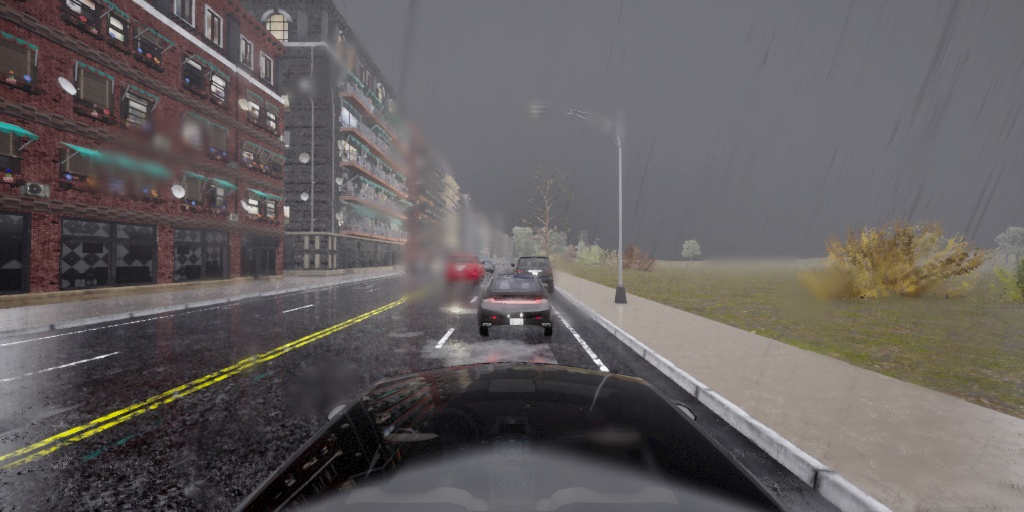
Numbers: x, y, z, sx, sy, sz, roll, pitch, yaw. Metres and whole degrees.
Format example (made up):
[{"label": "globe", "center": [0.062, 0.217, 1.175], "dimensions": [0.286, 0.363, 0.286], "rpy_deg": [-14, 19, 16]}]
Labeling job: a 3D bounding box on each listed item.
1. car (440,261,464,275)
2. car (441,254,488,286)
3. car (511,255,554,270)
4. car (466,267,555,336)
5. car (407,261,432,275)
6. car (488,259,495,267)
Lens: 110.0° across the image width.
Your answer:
[{"label": "car", "center": [-6.611, 1.315, 39.972], "dimensions": [1.994, 1.385, 4.181], "rpy_deg": [0, 0, 0]}, {"label": "car", "center": [-3.157, 0.974, 25.075], "dimensions": [2.150, 2.045, 5.566], "rpy_deg": [0, 0, 0]}, {"label": "car", "center": [1.133, 0.977, 20.248], "dimensions": [2.150, 2.045, 5.566], "rpy_deg": [0, 0, 0]}, {"label": "car", "center": [0.098, 1.243, 10.378], "dimensions": [2.128, 1.511, 4.902], "rpy_deg": [0, 0, 0]}, {"label": "car", "center": [-9.862, 1.256, 38.524], "dimensions": [1.837, 1.490, 4.892], "rpy_deg": [0, 0, 0]}, {"label": "car", "center": [-3.162, 1.313, 43.770], "dimensions": [1.994, 1.385, 4.181], "rpy_deg": [0, 0, 0]}]
